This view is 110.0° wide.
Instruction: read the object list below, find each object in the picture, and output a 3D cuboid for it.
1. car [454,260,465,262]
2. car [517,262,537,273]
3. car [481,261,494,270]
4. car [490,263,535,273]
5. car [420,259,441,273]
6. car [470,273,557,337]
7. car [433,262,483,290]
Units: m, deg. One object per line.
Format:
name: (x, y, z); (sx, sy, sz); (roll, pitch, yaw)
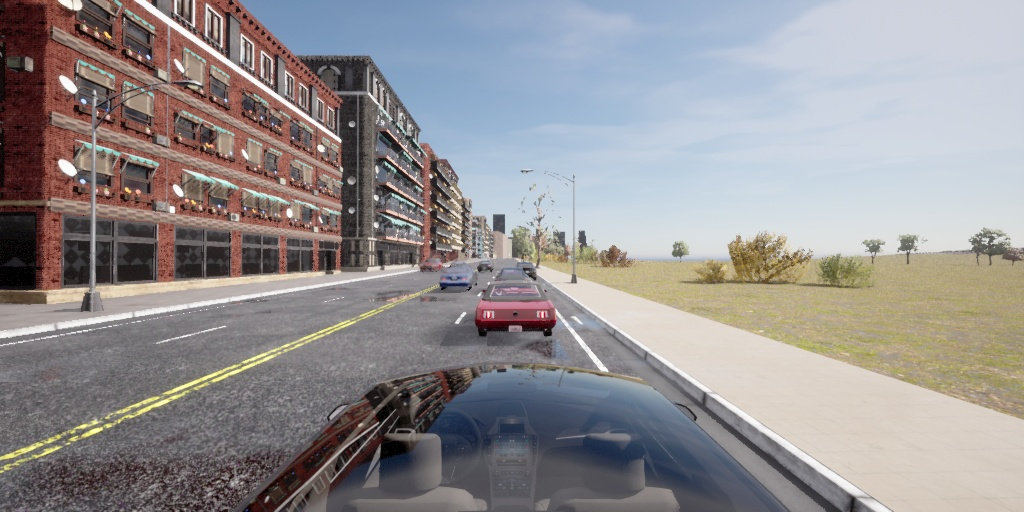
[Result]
car: (-6.723, 1.245, 45.333); (2.128, 1.511, 4.902); (0, 0, 0)
car: (1.056, 1.259, 30.325); (1.837, 1.490, 4.892); (0, 0, 0)
car: (-3.272, 1.280, 44.879); (1.812, 1.442, 4.674); (0, 0, 0)
car: (0.039, 1.317, 20.331); (1.994, 1.385, 4.181); (0, 0, 0)
car: (-9.970, 1.105, 44.501); (2.097, 1.767, 4.553); (0, 0, 0)
car: (0.076, 1.352, 10.301); (1.895, 1.301, 4.718); (0, 0, 0)
car: (-3.208, 1.300, 22.344); (2.033, 1.411, 5.357); (0, 0, 0)
